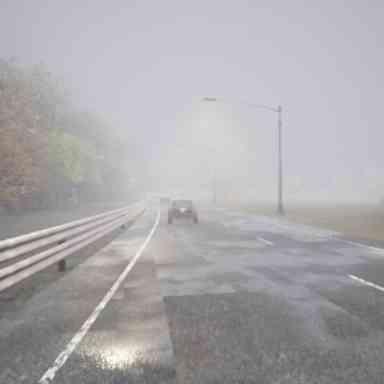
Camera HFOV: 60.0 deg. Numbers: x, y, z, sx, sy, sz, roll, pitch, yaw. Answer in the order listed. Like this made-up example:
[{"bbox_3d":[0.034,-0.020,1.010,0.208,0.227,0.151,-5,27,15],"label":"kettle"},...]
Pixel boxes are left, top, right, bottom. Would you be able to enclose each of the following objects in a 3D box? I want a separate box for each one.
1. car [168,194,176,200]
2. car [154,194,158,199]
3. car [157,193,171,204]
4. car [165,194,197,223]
[{"bbox_3d":[-5.452,1.233,89.274,1.812,1.442,4.674,0,0,-8],"label":"car"},{"bbox_3d":[-9.443,1.268,92.494,1.994,1.385,4.181,0,0,-8],"label":"car"},{"bbox_3d":[-4.851,1.311,60.781,1.882,1.535,5.008,0,0,-8],"label":"car"},{"bbox_3d":[-0.782,1.302,25.164,2.097,1.767,4.553,0,0,-4],"label":"car"}]
